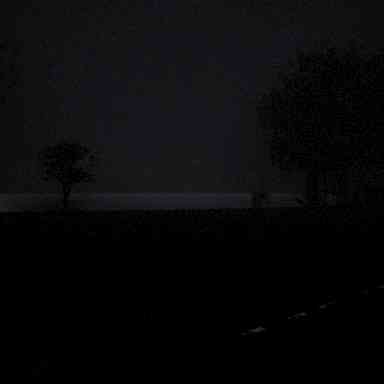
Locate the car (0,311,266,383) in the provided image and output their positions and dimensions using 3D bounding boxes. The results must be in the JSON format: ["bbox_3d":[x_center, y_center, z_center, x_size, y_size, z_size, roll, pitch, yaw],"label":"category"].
[{"bbox_3d":[-1.879,1.548,1.608,5.357,1.411,2.033,0,0,-36],"label":"car"}]
